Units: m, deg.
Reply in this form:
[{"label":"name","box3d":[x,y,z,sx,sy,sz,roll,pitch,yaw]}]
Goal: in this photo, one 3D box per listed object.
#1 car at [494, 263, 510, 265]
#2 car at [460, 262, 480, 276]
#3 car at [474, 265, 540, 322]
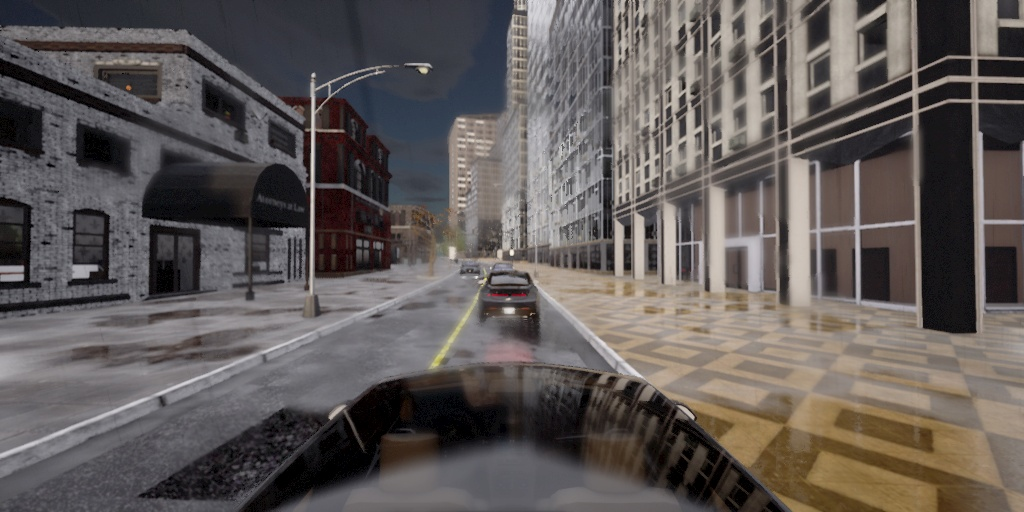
[{"label":"car","box3d":[-0.786,1.251,29.344,2.033,1.411,5.357,0,0,-3]},{"label":"car","box3d":[-4.194,1.251,36.414,1.994,1.385,4.181,0,0,-4]},{"label":"car","box3d":[-0.104,1.241,12.259,1.837,1.490,4.892,0,0,-1]}]
